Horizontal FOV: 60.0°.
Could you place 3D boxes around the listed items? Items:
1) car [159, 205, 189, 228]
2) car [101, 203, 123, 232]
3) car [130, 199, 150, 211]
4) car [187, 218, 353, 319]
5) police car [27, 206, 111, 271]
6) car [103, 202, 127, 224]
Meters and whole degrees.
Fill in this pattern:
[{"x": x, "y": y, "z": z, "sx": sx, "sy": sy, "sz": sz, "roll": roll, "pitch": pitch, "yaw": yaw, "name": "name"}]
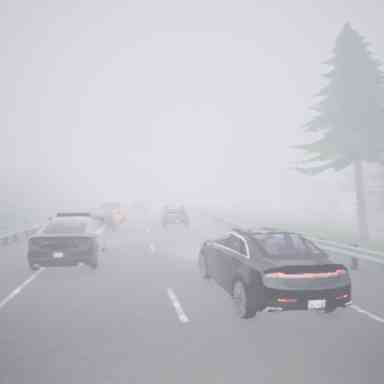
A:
[{"x": -1.332, "y": 1.705, "z": 24.248, "sx": 2.128, "sy": 1.511, "sz": 4.902, "roll": 0, "pitch": 0, "yaw": -8, "name": "car"}, {"x": -5.666, "y": 1.687, "z": 21.226, "sx": 1.812, "sy": 1.442, "sz": 4.674, "roll": 0, "pitch": -1, "yaw": -8, "name": "car"}, {"x": -7.392, "y": 1.733, "z": 46.730, "sx": 2.097, "sy": 1.767, "sz": 4.553, "roll": 0, "pitch": -1, "yaw": -4, "name": "car"}, {"x": 1.477, "y": 1.569, "z": 7.616, "sx": 2.128, "sy": 1.511, "sz": 4.902, "roll": 0, "pitch": -1, "yaw": -12, "name": "car"}, {"x": -4.058, "y": 1.508, "z": 11.494, "sx": 1.930, "sy": 1.638, "sz": 5.238, "roll": 0, "pitch": -1, "yaw": -10, "name": "police car"}, {"x": -6.474, "y": 1.561, "z": 27.127, "sx": 2.097, "sy": 1.767, "sz": 4.553, "roll": 0, "pitch": -1, "yaw": -7, "name": "car"}]
